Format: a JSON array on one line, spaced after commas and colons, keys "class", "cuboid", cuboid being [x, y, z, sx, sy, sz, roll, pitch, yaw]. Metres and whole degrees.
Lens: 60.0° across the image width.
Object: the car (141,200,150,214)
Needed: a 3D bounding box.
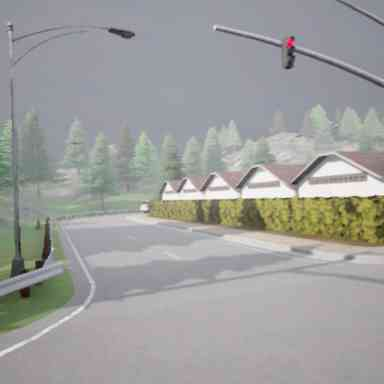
[{"class": "car", "cuboid": [-5.284, 2.280, 52.021, 5.566, 2.045, 2.150, -1, -1, -37]}]
